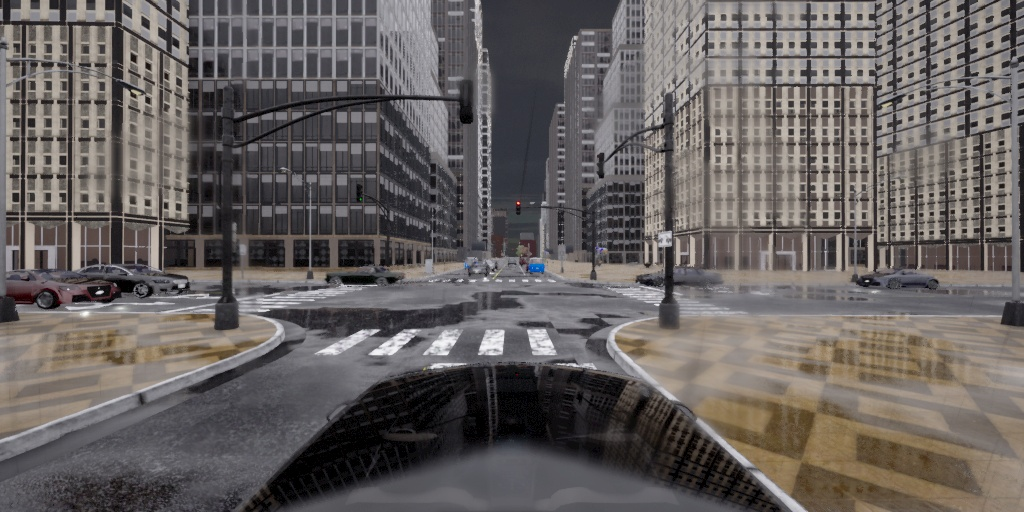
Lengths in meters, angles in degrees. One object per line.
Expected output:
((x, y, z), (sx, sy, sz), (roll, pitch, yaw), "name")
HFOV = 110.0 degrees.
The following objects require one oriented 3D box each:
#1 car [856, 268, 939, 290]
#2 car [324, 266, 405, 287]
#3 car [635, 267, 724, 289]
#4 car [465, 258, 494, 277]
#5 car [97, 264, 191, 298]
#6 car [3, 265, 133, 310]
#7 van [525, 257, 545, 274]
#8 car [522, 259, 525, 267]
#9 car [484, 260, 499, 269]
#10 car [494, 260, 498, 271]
((25.973, 1.527, 24.242), (4.181, 1.385, 1.994), (0, 0, -1), "car")
((-9.598, 1.321, 23.494), (4.718, 1.301, 1.895), (1, 0, -1), "car")
((11.152, 1.414, 24.023), (5.357, 1.411, 2.033), (0, 0, 1), "car")
((-3.231, 1.241, 35.641), (2.128, 1.511, 4.902), (0, 0, 0), "car")
((-17.809, 1.108, 16.625), (4.902, 1.511, 2.128), (0, 0, -1), "car")
((-17.424, 1.169, 13.382), (4.181, 1.385, 1.994), (0, 0, -1), "car")
((2.687, 1.090, 39.808), (1.690, 1.789, 3.998), (0, 0, 0), "van")
((2.618, 1.295, 45.346), (1.888, 1.381, 4.507), (0, 0, 0), "car")
((-3.145, 1.297, 56.448), (2.033, 1.411, 5.357), (0, 0, 0), "car")
((-3.191, 1.275, 45.816), (1.812, 1.442, 4.674), (0, 0, 0), "car")
